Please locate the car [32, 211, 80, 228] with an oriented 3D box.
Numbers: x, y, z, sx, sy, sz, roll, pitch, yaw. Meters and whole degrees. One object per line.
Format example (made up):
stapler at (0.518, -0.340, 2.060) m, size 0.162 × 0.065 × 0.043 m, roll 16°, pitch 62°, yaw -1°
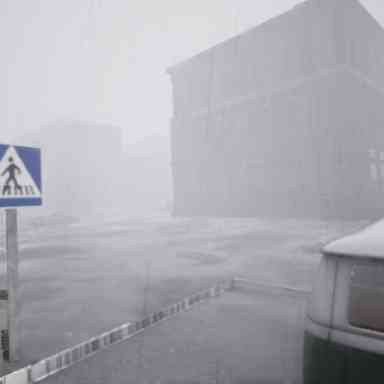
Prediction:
car at (-12.290, 2.450, 30.234) m, size 1.994 × 1.385 × 4.181 m, roll -4°, pitch -1°, yaw 27°
